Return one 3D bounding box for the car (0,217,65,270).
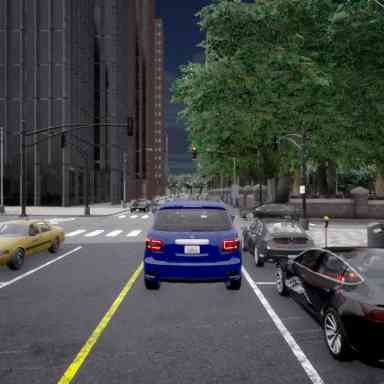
[{"bbox_3d":[-5.790,1.526,11.037,1.752,1.417,4.829,0,0,0],"label":"car"}]

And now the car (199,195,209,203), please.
[{"bbox_3d":[2.578,1.491,70.642,1.967,1.590,4.097,0,0,0],"label":"car"}]

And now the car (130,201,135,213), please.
[{"bbox_3d":[-5.861,1.579,37.872,1.947,1.339,4.313,0,0,0],"label":"car"}]

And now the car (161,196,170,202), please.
[{"bbox_3d":[-5.961,1.640,76.071,1.802,1.307,4.206,0,0,0],"label":"car"}]

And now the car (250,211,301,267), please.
[{"bbox_3d":[2.734,1.551,11.238,2.008,1.369,4.403,0,0,0],"label":"car"}]

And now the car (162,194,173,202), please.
[{"bbox_3d":[-5.975,1.380,81.528,2.192,1.841,5.009,0,0,0],"label":"car"}]

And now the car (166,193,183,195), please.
[{"bbox_3d":[-3.226,1.391,60.439,2.097,1.767,4.553,0,0,0],"label":"car"}]

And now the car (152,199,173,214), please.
[{"bbox_3d":[-3.234,1.538,36.779,1.812,1.442,4.674,0,0,1],"label":"car"}]

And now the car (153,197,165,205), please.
[{"bbox_3d":[-5.918,1.620,59.699,1.802,1.307,4.206,0,0,0],"label":"car"}]

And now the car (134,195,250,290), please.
[{"bbox_3d":[0.050,1.222,9.218,2.150,2.045,5.566,0,0,1],"label":"car"}]

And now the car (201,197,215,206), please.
[{"bbox_3d":[2.621,1.582,54.272,2.008,1.369,4.403,0,0,0],"label":"car"}]

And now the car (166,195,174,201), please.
[{"bbox_3d":[-6.004,1.626,92.442,1.887,1.381,4.507,0,0,0],"label":"car"}]

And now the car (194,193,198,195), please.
[{"bbox_3d":[-0.077,1.540,67.930,2.128,1.511,4.902,0,0,0],"label":"car"}]

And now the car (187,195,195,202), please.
[{"bbox_3d":[-0.206,1.561,78.847,1.837,1.490,4.892,0,0,0],"label":"car"}]

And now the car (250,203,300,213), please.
[{"bbox_3d":[6.264,1.657,26.938,4.892,1.490,1.837,2,1,12],"label":"car"}]

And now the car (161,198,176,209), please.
[{"bbox_3d":[-3.219,1.549,46.917,1.812,1.442,4.674,0,0,0],"label":"car"}]

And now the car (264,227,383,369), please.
[{"bbox_3d":[2.749,1.566,5.725,1.947,1.339,4.313,0,0,0],"label":"car"}]

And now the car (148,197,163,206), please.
[{"bbox_3d":[-5.904,1.582,54.242,2.008,1.369,4.403,0,0,0],"label":"car"}]

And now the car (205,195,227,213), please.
[{"bbox_3d":[2.664,1.328,37.903,2.192,1.841,5.009,0,0,0],"label":"car"}]

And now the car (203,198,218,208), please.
[{"bbox_3d":[2.635,1.591,48.816,1.947,1.339,4.313,0,0,0],"label":"car"}]

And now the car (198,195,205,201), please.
[{"bbox_3d":[2.535,1.598,87.181,1.752,1.417,4.829,0,0,0],"label":"car"}]
